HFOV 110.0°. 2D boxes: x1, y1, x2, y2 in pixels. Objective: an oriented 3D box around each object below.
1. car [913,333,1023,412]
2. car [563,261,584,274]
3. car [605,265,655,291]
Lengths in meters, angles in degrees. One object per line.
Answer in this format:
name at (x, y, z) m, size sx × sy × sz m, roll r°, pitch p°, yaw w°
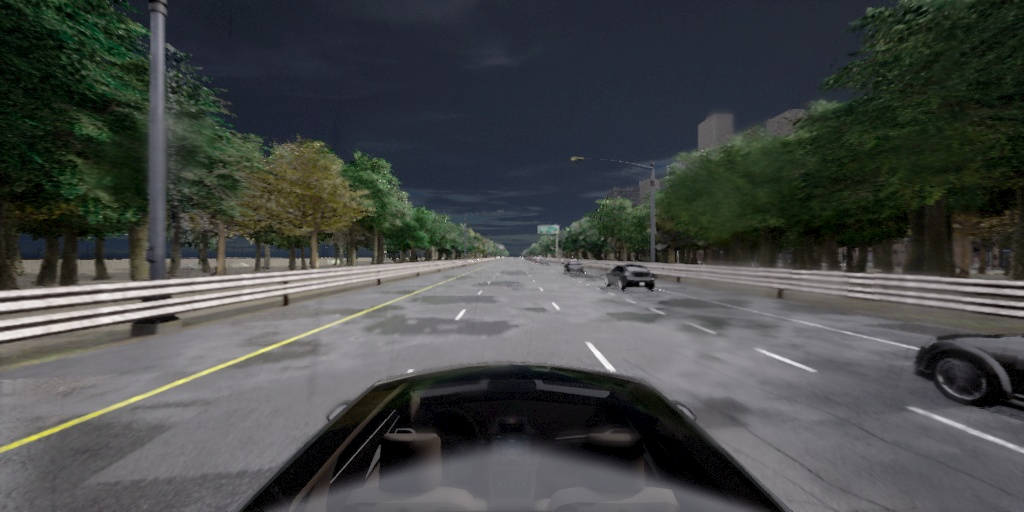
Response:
car at (7.000, 1.321, 3.570) m, size 1.994 × 1.385 × 4.181 m, roll 0°, pitch 0°, yaw 0°
car at (7.068, 1.265, 41.759) m, size 2.128 × 1.511 × 4.902 m, roll 0°, pitch 0°, yaw 0°
car at (7.012, 1.268, 21.739) m, size 1.837 × 1.490 × 4.892 m, roll 0°, pitch 0°, yaw 0°
